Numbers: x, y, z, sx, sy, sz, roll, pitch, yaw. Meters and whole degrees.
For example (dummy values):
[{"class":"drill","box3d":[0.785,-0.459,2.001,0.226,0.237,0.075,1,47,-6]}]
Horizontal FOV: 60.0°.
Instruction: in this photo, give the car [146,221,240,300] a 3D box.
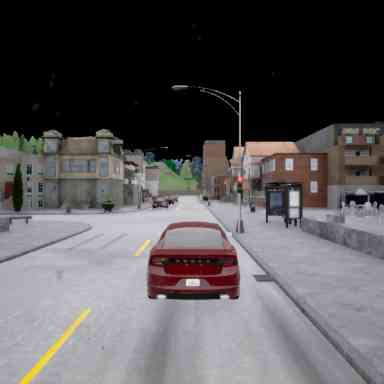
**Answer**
[{"class":"car","box3d":[0.049,1.478,8.455,1.882,1.535,5.008,0,0,1]}]

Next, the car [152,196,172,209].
[{"class":"car","box3d":[-4.099,1.564,43.907,1.994,1.385,4.181,0,0,0]}]

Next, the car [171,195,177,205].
[{"class":"car","box3d":[-4.086,1.600,57.686,1.895,1.301,4.718,0,0,0]}]

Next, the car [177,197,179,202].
[{"class":"car","box3d":[-4.005,1.499,72.845,1.837,1.490,4.892,0,0,0]}]
